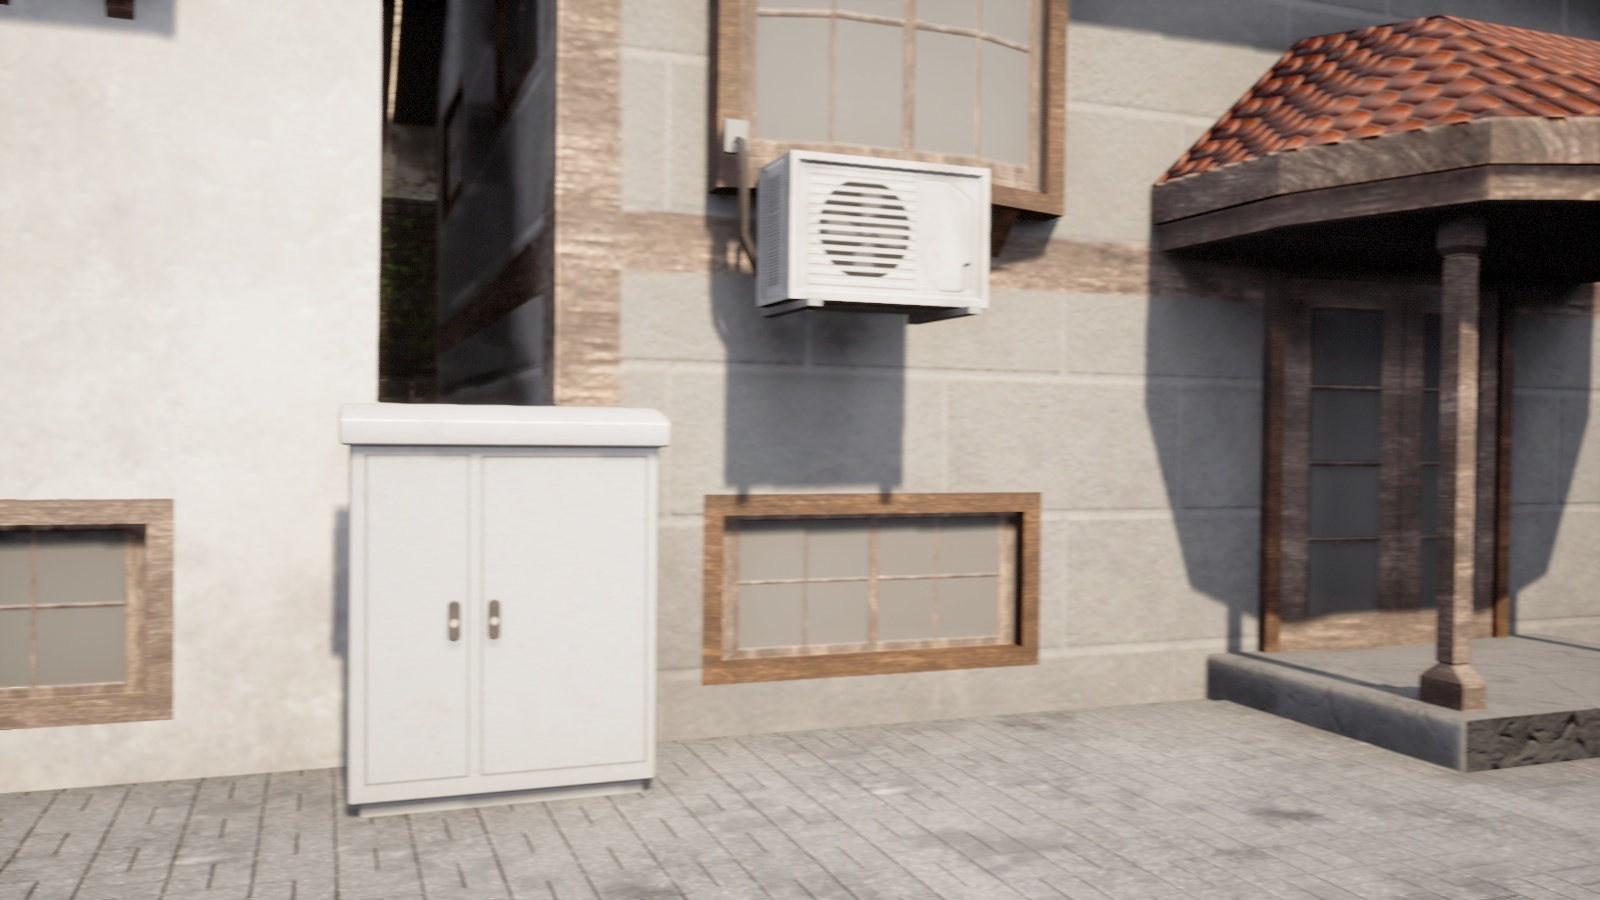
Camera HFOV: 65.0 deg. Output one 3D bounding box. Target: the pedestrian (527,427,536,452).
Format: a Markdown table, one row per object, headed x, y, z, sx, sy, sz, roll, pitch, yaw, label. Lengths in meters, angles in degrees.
| x | y | z | sx | sy | sz | roll | pitch | yaw | label |
| --- | --- | --- | --- | --- | --- | --- | --- | --- | --- |
| -20.156 | -0.781 | 94.279 | 0.594 | 1.836 | 0.345 | -1 | 1 | -22 | pedestrian |
